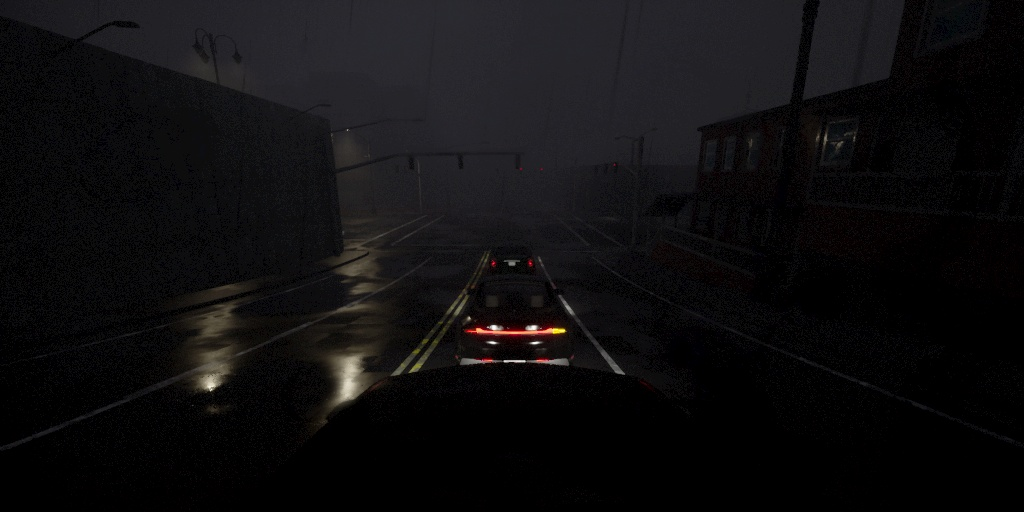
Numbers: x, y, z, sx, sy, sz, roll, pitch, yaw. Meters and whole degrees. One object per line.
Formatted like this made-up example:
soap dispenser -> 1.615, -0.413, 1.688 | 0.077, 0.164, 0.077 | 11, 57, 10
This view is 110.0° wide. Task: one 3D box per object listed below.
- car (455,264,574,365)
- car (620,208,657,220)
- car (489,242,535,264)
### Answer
car -> 0.050, 1.121, 7.213 | 1.837, 1.490, 4.892 | 0, 2, 0
car -> 16.256, -5.502, 46.101 | 4.674, 1.442, 1.812 | 0, 12, 0
car -> 0.008, 0.085, 17.463 | 2.097, 1.767, 4.553 | 0, 7, 0
